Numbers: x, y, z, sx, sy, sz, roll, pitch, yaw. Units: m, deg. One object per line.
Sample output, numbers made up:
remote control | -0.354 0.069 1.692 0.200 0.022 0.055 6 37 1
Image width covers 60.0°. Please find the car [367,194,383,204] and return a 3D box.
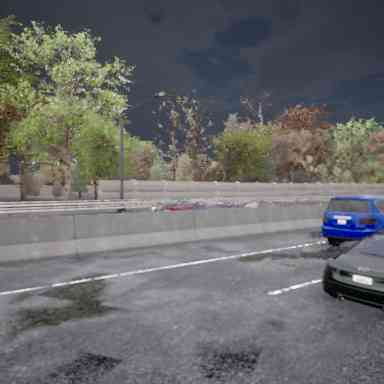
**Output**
car | 32.179 1.201 56.928 4.892 1.490 1.837 -1 0 -35

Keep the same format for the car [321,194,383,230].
car | 7.531 1.141 13.419 5.566 2.045 2.150 0 0 -35

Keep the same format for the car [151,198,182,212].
car | -1.668 1.392 32.345 4.902 1.511 2.128 -1 0 -38

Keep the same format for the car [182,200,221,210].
car | 1.902 1.503 26.842 4.718 1.301 1.895 0 0 -35

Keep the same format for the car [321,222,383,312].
car | 4.665 1.518 7.078 4.181 1.385 1.994 0 0 -35

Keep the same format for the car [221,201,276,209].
car | 4.709 1.423 24.544 4.674 1.442 1.812 0 0 -35

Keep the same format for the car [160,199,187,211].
car | -0.142 1.504 29.684 4.718 1.301 1.895 0 0 -35
